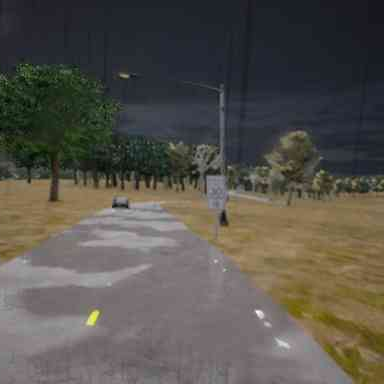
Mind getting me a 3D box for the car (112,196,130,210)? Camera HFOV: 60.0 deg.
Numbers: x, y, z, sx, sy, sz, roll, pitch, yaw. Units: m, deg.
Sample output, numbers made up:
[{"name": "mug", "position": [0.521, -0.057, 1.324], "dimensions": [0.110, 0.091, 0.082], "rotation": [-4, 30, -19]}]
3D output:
[{"name": "car", "position": [-8.455, 1.234, 39.640], "dimensions": [1.882, 1.535, 5.008], "rotation": [0, 0, -8]}]
